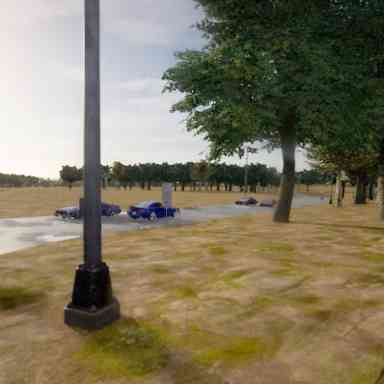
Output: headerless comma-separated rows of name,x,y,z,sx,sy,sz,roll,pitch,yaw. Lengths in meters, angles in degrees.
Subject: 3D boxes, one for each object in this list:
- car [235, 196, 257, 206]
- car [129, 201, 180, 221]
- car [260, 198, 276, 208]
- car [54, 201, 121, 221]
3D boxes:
car,8.481,1.409,51.771,2.033,1.411,5.357,3,2,32
car,-2.972,1.450,27.244,1.882,1.535,5.008,3,2,34
car,11.928,1.583,50.547,1.994,1.385,4.181,3,1,32
car,-8.083,1.373,26.329,2.033,1.411,5.357,3,2,34
